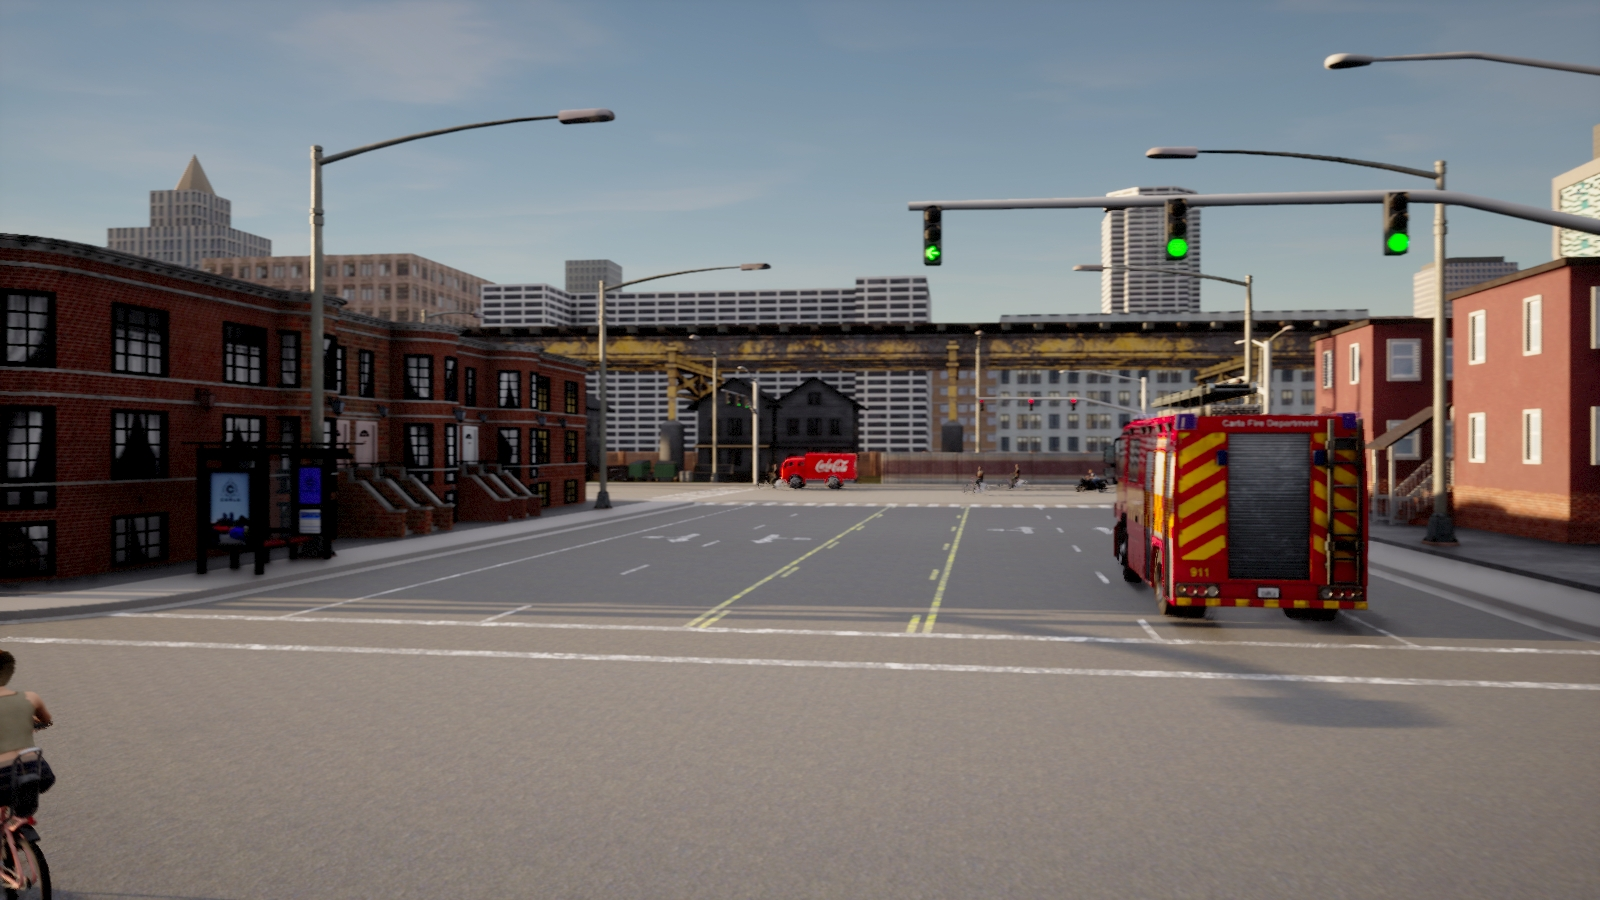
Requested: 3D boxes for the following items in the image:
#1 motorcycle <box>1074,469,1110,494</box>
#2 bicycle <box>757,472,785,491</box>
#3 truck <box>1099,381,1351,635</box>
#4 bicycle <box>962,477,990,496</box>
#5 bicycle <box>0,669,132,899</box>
[{"bbox_3d":[18.264,1.957,71.544,2.033,1.505,0.803,0,1,-9],"label":"motorcycle"},{"bbox_3d":[-1.903,2.088,76.189,1.835,1.251,0.329,0,0,9],"label":"bicycle"},{"bbox_3d":[7.563,0.866,21.646,2.891,3.827,8.468,0,0,9],"label":"truck"},{"bbox_3d":[10.413,2.160,67.504,1.835,1.126,0.329,0,0,-30],"label":"bicycle"},{"bbox_3d":[-4.883,2.136,6.926,1.487,1.301,0.859,0,2,35],"label":"bicycle"}]
